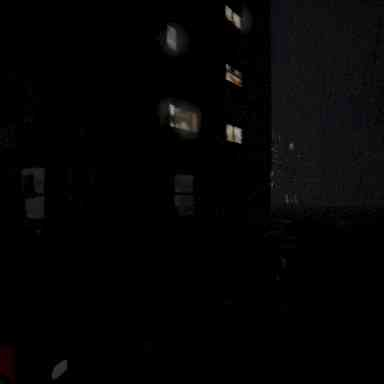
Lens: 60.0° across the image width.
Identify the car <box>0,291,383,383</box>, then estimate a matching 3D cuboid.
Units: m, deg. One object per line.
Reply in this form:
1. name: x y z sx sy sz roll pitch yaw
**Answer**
1. car: 0.023 1.549 2.709 4.507 1.381 1.887 0 0 36
